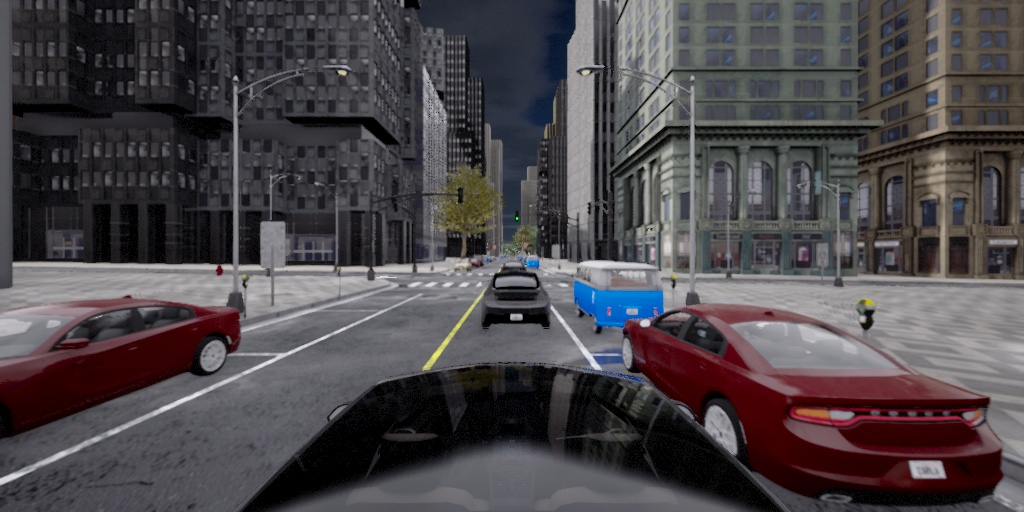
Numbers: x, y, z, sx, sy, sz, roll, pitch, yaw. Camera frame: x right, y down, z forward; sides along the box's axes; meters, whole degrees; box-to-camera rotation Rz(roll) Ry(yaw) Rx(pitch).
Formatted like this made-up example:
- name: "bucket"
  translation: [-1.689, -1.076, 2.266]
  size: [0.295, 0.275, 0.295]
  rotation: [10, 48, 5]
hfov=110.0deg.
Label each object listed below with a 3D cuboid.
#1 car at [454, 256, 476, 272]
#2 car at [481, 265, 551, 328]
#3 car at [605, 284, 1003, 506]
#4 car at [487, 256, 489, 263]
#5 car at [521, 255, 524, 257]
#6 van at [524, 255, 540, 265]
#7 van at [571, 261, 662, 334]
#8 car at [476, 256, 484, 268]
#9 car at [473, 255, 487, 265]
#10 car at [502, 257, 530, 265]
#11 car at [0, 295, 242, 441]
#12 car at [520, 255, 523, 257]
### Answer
- name: "car"
  translation: [-5.758, 1.051, 42.572]
  size: [1.751, 1.417, 4.829]
  rotation: [0, 0, 0]
- name: "car"
  translation: [0.102, 1.202, 11.113]
  size: [1.837, 1.490, 4.892]
  rotation: [0, 1, 0]
- name: "car"
  translation: [2.776, 1.278, 4.630]
  size: [1.888, 1.381, 4.507]
  rotation: [0, 0, 0]
- name: "car"
  translation: [-5.746, 0.972, 63.900]
  size: [2.007, 1.370, 4.403]
  rotation: [0, 0, 0]
- name: "car"
  translation: [2.777, 0.990, 58.964]
  size: [1.888, 1.381, 4.507]
  rotation: [0, 0, 0]
- name: "van"
  translation: [2.775, 0.839, 48.138]
  size: [1.690, 1.789, 3.998]
  rotation: [0, 0, 0]
- name: "van"
  translation: [2.779, 1.042, 10.155]
  size: [1.690, 1.789, 3.998]
  rotation: [0, 0, 0]
- name: "car"
  translation: [-5.749, 1.017, 53.322]
  size: [1.888, 1.381, 4.507]
  rotation: [0, 0, 0]
- name: "car"
  translation: [-5.748, 0.761, 58.611]
  size: [2.192, 1.841, 5.009]
  rotation: [0, 0, 0]
- name: "car"
  translation: [0.126, 1.104, 27.788]
  size: [1.882, 1.535, 5.008]
  rotation: [1, 0, 0]
- name: "car"
  translation: [-5.779, 1.278, 4.650]
  size: [1.888, 1.381, 4.507]
  rotation: [0, 0, 0]
- name: "car"
  translation: [2.779, 1.001, 64.378]
  size: [1.802, 1.307, 4.207]
  rotation: [0, 0, 0]
